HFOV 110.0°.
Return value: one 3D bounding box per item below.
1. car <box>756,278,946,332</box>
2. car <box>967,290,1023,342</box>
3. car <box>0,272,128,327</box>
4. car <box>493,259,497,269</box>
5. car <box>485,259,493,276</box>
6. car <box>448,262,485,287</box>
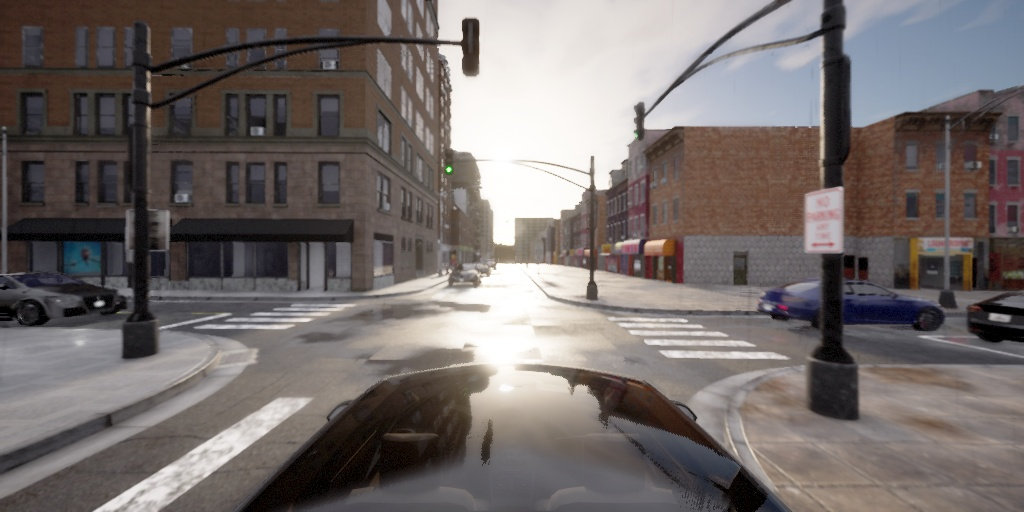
[{"bbox_3d":[9.946,1.381,10.745,4.674,1.442,1.812,1,0,-1],"label":"car"},{"bbox_3d":[13.124,1.456,8.146,4.313,1.339,1.948,0,0,-1],"label":"car"},{"bbox_3d":[-14.041,1.188,10.451,4.181,1.385,1.994,1,0,-1],"label":"car"},{"bbox_3d":[-3.313,1.247,54.055,2.128,1.511,4.902,0,0,0],"label":"car"},{"bbox_3d":[-3.188,1.253,35.514,1.994,1.385,4.181,0,0,-1],"label":"car"},{"bbox_3d":[-3.086,1.203,24.144,1.812,1.442,4.674,0,0,-1],"label":"car"}]
